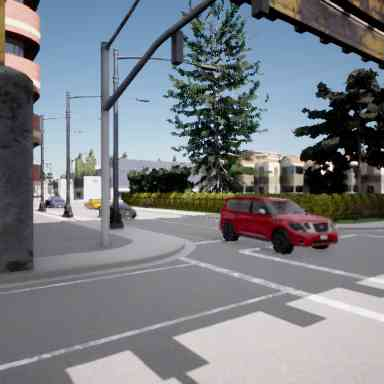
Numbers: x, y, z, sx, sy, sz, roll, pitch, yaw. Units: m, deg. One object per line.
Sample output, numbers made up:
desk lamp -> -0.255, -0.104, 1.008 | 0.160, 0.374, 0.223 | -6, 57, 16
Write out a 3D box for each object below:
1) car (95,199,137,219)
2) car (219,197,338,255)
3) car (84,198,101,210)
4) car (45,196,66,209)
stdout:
car -> -6.270, 1.562, 28.170 | 1.994, 1.385, 4.181 | 0, 0, -35
car -> 3.267, 1.222, 13.899 | 2.150, 2.045, 5.566 | 0, 0, -28
car -> -12.627, 1.476, 43.664 | 1.882, 1.535, 5.008 | 0, 0, -35
car -> -18.911, 1.348, 46.302 | 2.097, 1.767, 4.553 | 0, 0, -35
